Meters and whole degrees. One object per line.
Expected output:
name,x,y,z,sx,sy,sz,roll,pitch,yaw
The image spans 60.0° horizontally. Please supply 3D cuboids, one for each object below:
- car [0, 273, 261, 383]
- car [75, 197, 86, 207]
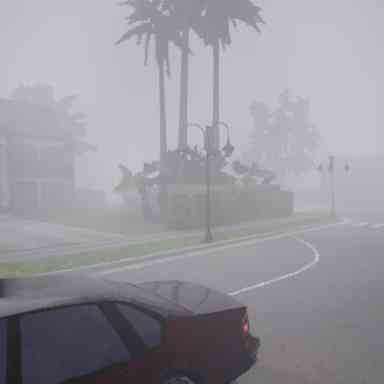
car,-1.759,1.544,2.770,5.357,1.411,2.033,-1,1,-38
car,-15.419,1.011,40.428,1.932,1.855,4.605,0,1,44
